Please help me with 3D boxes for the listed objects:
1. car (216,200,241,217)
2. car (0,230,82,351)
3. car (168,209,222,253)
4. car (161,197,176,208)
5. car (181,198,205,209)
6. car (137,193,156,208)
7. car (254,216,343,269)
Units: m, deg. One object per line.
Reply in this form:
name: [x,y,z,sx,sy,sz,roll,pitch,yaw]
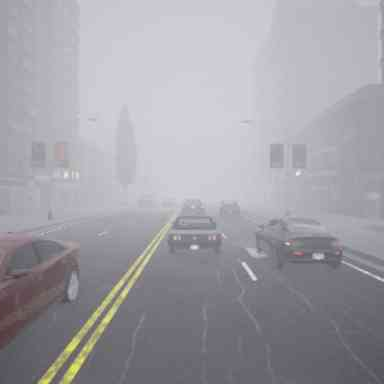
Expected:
car: [3.347,1.500,30.960,2.128,1.511,4.902,0,0,0]
car: [-3.351,1.480,5.323,1.882,1.535,5.008,0,0,0]
car: [0.095,1.607,13.666,1.895,1.301,4.718,0,0,0]
car: [-3.328,1.477,48.191,1.882,1.535,5.008,0,0,0]
car: [0.097,1.361,30.723,2.097,1.767,4.553,0,0,0]
car: [-6.574,1.224,48.722,2.150,2.045,5.566,0,0,0]
car: [3.337,1.531,11.092,1.812,1.442,4.674,0,0,0]
